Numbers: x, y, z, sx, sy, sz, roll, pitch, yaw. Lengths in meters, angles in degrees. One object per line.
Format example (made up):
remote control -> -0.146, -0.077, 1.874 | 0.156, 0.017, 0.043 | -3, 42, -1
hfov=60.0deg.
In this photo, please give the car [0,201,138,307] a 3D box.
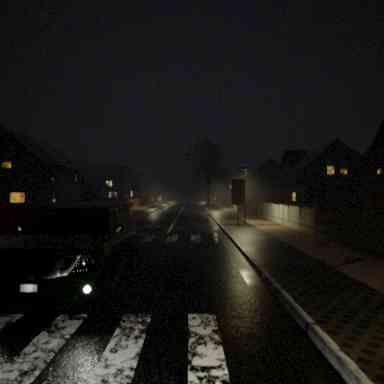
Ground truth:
car -> -2.750, 1.284, 8.369 | 2.150, 2.045, 5.566 | 0, 0, 0
